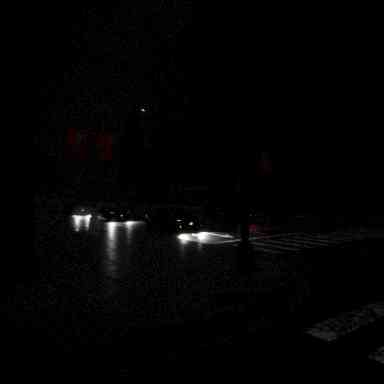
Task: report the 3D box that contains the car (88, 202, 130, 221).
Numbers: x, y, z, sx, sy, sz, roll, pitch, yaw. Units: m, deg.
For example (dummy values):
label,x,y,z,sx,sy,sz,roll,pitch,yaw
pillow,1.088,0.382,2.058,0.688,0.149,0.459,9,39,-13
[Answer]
label,x,y,z,sx,sy,sz,roll,pitch,yaw
car,-6.944,1.619,28.334,1.812,1.442,4.674,0,0,-36

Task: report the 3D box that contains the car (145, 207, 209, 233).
label,x,y,z,sx,sy,sz,roll,pitch,yaw
car,-1.207,1.619,20.347,1.994,1.385,4.181,0,0,-36

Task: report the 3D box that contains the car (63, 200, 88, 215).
label,x,y,z,sx,sy,sz,roll,pitch,yaw
car,-12.712,1.622,36.369,2.128,1.511,4.902,0,0,-35

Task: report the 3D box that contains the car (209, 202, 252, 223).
label,x,y,z,sx,sy,sz,roll,pitch,yaw
car,2.564,1.571,26.583,2.128,1.511,4.902,0,0,-36
